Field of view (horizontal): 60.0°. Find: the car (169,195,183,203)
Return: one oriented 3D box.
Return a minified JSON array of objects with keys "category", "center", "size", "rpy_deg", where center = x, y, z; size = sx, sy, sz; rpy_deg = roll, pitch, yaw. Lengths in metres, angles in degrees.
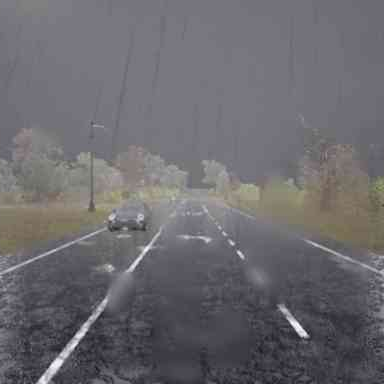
[{"category":"car","center":[-3.497,1.435,66.557],"size":[2.128,1.511,4.902],"rpy_deg":[0,0,0]}]

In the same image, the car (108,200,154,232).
[{"category":"car","center":[-3.533,1.339,19.809],"size":[2.097,1.767,4.553],"rpy_deg":[0,0,0]}]
